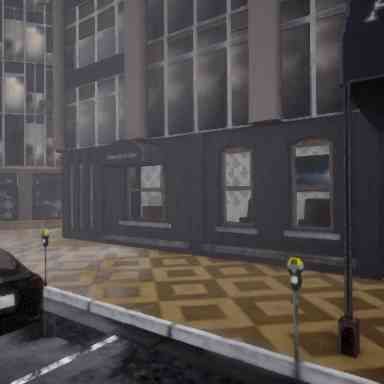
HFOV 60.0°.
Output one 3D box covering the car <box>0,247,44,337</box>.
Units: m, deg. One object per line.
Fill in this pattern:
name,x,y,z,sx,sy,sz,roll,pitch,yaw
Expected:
car,-4.312,1.565,5.803,4.313,1.339,1.947,0,0,36
